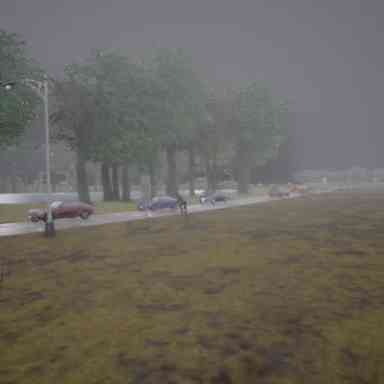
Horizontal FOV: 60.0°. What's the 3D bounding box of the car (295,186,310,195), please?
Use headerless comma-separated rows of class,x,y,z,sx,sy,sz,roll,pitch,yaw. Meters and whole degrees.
car,18.977,-0.361,57.968,1.882,1.535,5.008,-1,2,35

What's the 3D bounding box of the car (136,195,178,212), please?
car,-3.238,1.040,31.666,1.812,1.442,4.674,-1,1,35

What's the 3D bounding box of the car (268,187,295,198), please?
car,13.013,0.062,49.533,2.128,1.511,4.902,-1,1,35

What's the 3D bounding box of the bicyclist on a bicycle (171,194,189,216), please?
bicyclist on a bicycle,-0.888,0.999,24.640,1.656,1.620,0.582,-1,1,35

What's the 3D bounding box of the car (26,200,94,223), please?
car,-9.123,1.304,23.366,1.812,1.442,4.674,-1,0,35

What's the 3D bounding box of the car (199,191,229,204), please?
car,2.687,0.643,40.034,2.128,1.511,4.902,-1,1,35
